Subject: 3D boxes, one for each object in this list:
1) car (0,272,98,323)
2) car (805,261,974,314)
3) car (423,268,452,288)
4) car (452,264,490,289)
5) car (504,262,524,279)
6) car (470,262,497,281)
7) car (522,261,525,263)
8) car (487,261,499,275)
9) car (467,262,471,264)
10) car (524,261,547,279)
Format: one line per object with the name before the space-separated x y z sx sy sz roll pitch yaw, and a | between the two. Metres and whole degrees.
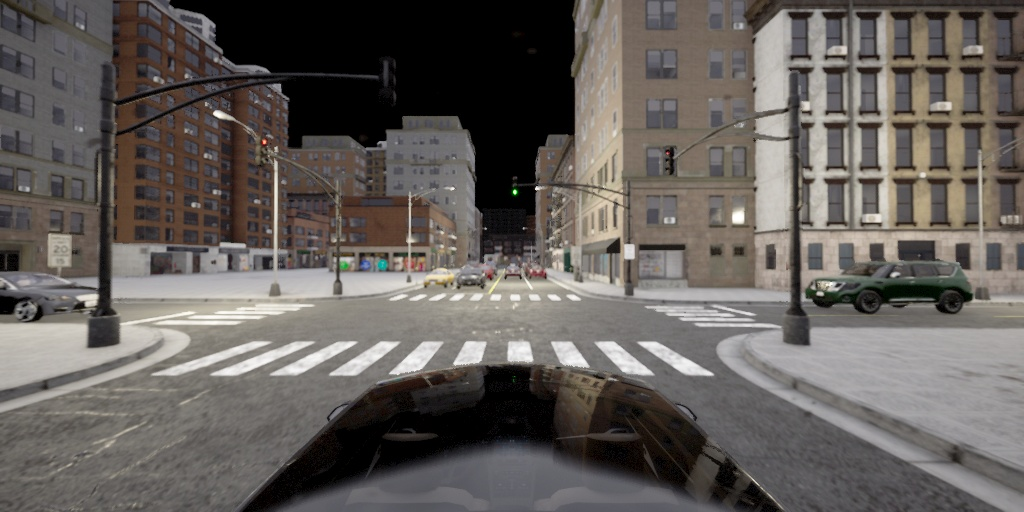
car | -16.222 1.283 11.765 4.902 1.511 2.128 0 -1 0
car | 15.350 1.208 14.755 5.566 2.045 2.150 0 -1 -2
car | -5.376 1.569 26.771 1.751 1.417 4.829 0 0 0
car | -2.816 1.533 25.680 1.837 1.490 4.892 0 -1 -1
car | 0.117 1.742 39.936 2.033 1.411 5.357 0 -1 0
car | -2.835 1.627 35.997 1.882 1.535 5.008 0 -1 0
car | 2.658 1.556 43.921 2.192 1.841 5.009 0 0 0
car | -2.814 1.776 46.412 1.837 1.490 4.892 0 -1 0
car | -5.367 1.792 43.926 2.007 1.370 4.403 0 0 0
car | 2.655 1.615 38.259 1.967 1.591 4.097 0 0 0
